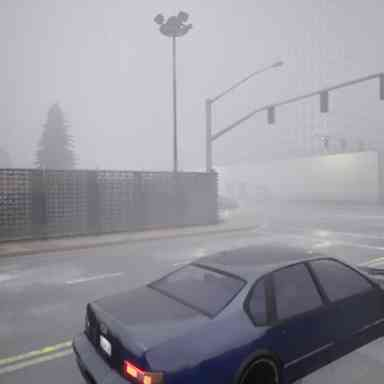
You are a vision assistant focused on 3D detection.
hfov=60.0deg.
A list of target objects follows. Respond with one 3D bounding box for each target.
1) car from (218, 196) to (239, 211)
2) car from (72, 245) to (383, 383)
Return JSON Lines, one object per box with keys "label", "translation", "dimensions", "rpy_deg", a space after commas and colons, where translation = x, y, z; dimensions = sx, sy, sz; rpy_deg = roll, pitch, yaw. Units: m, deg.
{"label": "car", "translation": [2.926, 1.145, 35.303], "dimensions": [1.812, 1.442, 4.674], "rpy_deg": [-1, 1, -35]}
{"label": "car", "translation": [1.224, 1.496, 4.671], "dimensions": [5.357, 1.411, 2.033], "rpy_deg": [-1, 1, -35]}
